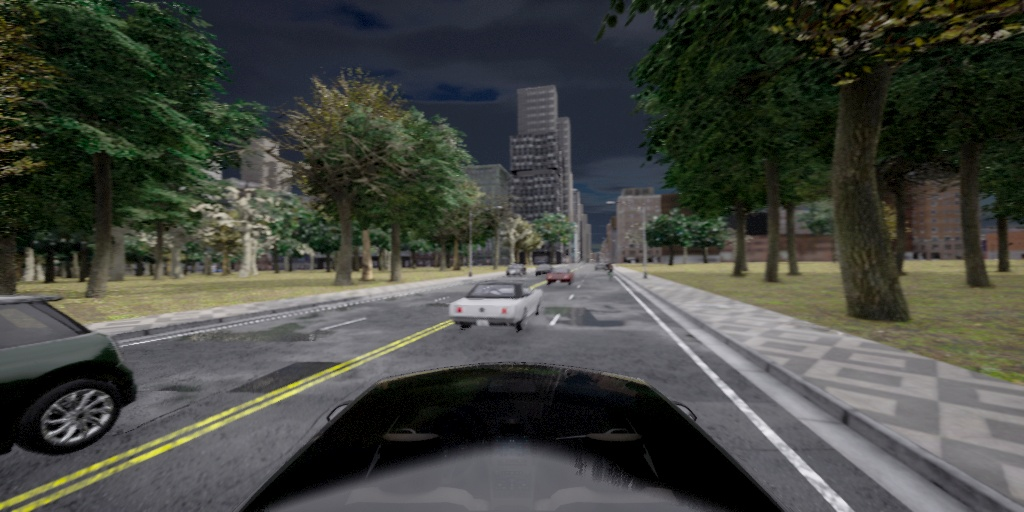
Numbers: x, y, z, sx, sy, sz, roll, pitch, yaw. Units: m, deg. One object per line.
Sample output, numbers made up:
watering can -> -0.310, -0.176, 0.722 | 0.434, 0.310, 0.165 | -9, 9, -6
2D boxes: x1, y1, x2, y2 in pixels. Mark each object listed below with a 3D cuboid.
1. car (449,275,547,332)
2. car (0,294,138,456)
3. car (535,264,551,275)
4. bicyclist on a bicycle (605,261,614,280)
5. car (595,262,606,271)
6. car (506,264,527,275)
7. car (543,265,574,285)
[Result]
car -> -0.236, 1.463, 11.473 | 1.895, 1.301, 4.718 | -1, -1, 14
car -> -5.953, 1.168, 2.468 | 2.097, 1.767, 4.553 | -1, -1, 14
car -> 4.015, 1.729, 43.905 | 1.837, 1.490, 4.892 | -1, -1, 14
bicyclist on a bicycle -> 9.040, 1.485, 32.759 | 0.582, 1.620, 1.656 | -1, -1, 14
car -> 15.346, 1.867, 62.363 | 2.128, 1.511, 4.902 | -1, -1, 13
car -> 0.579, 1.742, 43.518 | 2.128, 1.511, 4.902 | -1, -1, 14
car -> 3.994, 1.633, 29.065 | 1.895, 1.301, 4.718 | -1, -1, 14
